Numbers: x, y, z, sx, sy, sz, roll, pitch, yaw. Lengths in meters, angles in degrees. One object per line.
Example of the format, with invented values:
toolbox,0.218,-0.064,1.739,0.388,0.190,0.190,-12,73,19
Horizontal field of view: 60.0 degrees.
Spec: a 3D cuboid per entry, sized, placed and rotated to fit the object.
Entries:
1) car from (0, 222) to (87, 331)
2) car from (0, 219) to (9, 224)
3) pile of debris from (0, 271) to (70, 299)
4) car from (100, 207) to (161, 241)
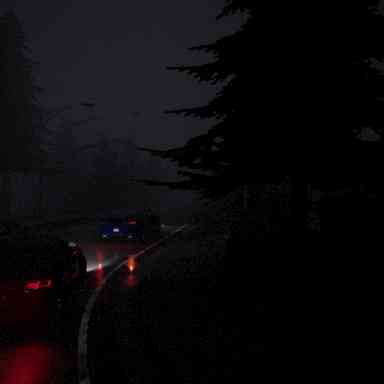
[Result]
car,-3.475,1.568,6.925,1.994,1.385,4.181,0,0,-11
car,-7.347,1.565,10.831,2.033,1.411,5.357,0,0,6
pile of debris,-3.966,2.185,7.973,1.500,0.140,1.860,0,0,-4
car,-2.930,1.496,16.816,1.882,1.535,5.008,0,0,8
